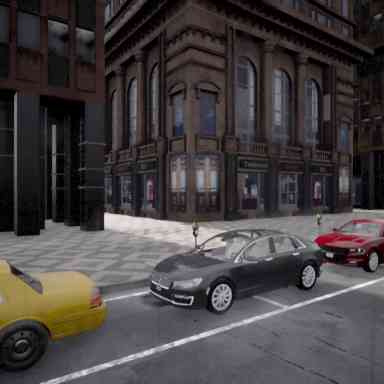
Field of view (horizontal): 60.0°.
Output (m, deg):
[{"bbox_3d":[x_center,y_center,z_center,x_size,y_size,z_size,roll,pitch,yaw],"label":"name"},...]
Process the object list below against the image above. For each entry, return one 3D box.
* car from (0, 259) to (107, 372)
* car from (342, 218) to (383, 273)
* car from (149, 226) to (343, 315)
[{"bbox_3d":[-3.564,1.525,4.106,4.829,1.417,1.752,0,0,-35],"label":"car"},{"bbox_3d":[5.733,1.546,10.716,4.507,1.381,1.887,0,0,-35],"label":"car"},{"bbox_3d":[1.159,1.551,7.464,4.403,1.369,2.008,0,0,-35],"label":"car"}]
